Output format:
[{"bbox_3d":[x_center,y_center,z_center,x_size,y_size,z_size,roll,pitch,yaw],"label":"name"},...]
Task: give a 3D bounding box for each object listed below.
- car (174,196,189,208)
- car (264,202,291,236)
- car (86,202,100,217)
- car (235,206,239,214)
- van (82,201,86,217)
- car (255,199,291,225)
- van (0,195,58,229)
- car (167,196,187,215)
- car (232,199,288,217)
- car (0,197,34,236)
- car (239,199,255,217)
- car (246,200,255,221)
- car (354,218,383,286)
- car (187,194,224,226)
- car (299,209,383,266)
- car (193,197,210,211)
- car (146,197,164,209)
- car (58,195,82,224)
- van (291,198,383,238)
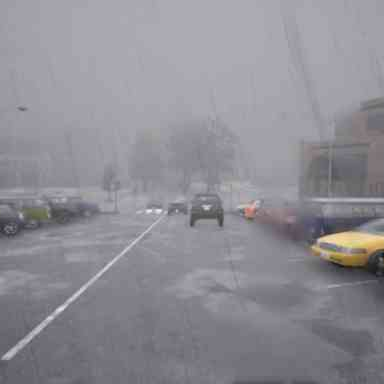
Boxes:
[{"bbox_3d":[-1.443,1.307,45.840,1.812,1.442,4.674,0,2,1],"label":"car"},{"bbox_3d":[6.389,1.436,16.133,5.008,1.535,2.097,1,0,-20],"label":"car"},{"bbox_3d":[-10.668,1.447,29.205,5.008,1.535,2.097,-1,0,-18],"label":"car"},{"bbox_3d":[6.288,1.440,27.922,4.792,1.488,2.163,1,0,-20],"label":"car"},{"bbox_3d":[-10.870,1.228,26.168,4.442,1.987,1.878,-1,0,-18],"label":"van"},{"bbox_3d":[6.339,1.304,19.077,4.553,1.767,2.185,1,0,-20],"label":"car"},{"bbox_3d":[-10.818,1.236,20.253,4.442,1.987,1.878,-1,0,-18],"label":"van"},{"bbox_3d":[-1.393,1.440,32.695,1.837,1.490,4.892,0,0,0],"label":"car"},{"bbox_3d":[6.295,1.444,30.885,4.674,1.452,2.002,1,0,-20],"label":"car"},{"bbox_3d":[-10.979,1.343,17.219,4.553,1.767,2.185,-1,0,-18],"label":"car"},{"bbox_3d":[6.305,1.291,24.977,4.553,1.767,2.185,1,0,-20],"label":"car"},{"bbox_3d":[6.377,1.453,22.047,4.792,1.488,2.163,1,0,-20],"label":"car"},{"bbox_3d":[6.418,1.455,7.318,5.008,1.535,2.097,1,0,-20],"label":"car"},{"bbox_3d":[1.041,1.166,23.327,2.150,2.045,5.566,0,-1,3],"label":"car"},{"bbox_3d":[6.228,1.444,10.190,5.366,1.575,1.946,1,0,-20],"label":"car"},{"bbox_3d":[1.108,1.404,40.363,1.837,1.490,4.892,0,0,0],"label":"car"},{"bbox_3d":[-4.660,1.404,43.163,2.033,1.411,5.357,0,1,1],"label":"car"},{"bbox_3d":[-10.818,1.206,23.224,5.566,2.045,2.435,-1,0,-18],"label":"car"},{"bbox_3d":[6.507,1.218,13.232,4.442,1.987,1.878,1,0,-20],"label":"van"}]
